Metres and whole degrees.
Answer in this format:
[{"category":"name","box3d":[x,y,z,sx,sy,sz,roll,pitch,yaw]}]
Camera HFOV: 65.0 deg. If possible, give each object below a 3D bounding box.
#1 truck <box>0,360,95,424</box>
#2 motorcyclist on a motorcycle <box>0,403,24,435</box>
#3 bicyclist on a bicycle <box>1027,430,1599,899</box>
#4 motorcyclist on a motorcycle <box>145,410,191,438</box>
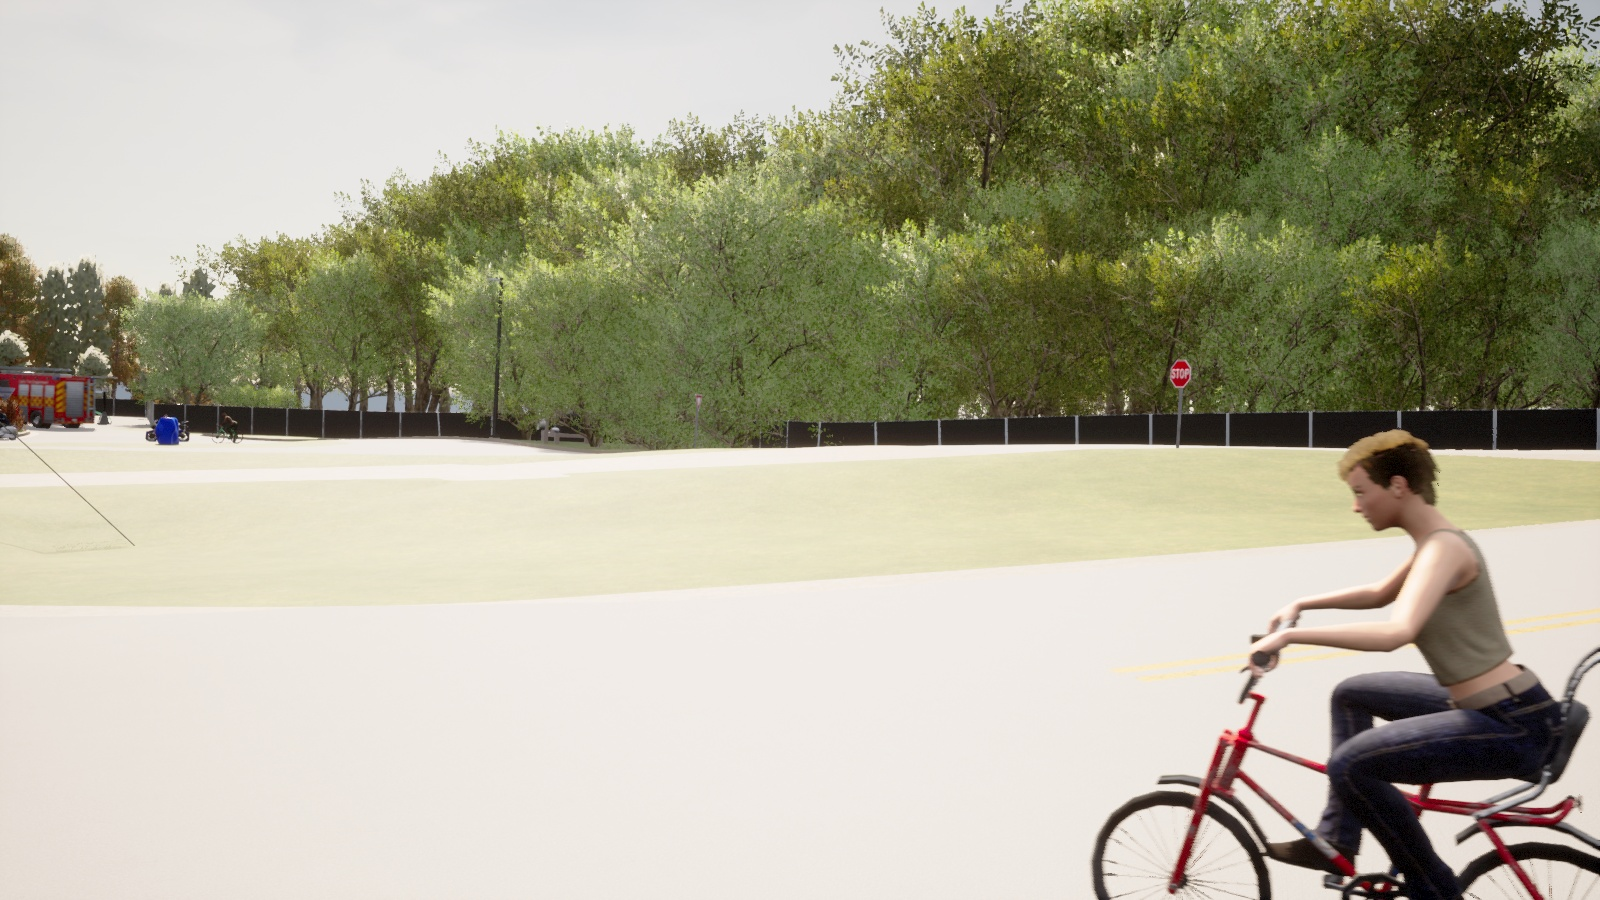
[{"category":"truck","box3d":[-49.899,-3.792,81.150,8.468,3.827,2.891,4,2,22]},{"category":"motorcyclist on a motorcycle","box3d":[-40.964,-1.609,64.333,0.866,1.590,1.817,3,1,31]},{"category":"bicyclist on a bicycle","box3d":[1.514,0.763,3.533,1.509,1.612,0.866,1,1,28]},{"category":"motorcyclist on a motorcycle","box3d":[-35.288,-1.448,70.136,2.191,1.530,0.866,1,2,-24]}]
